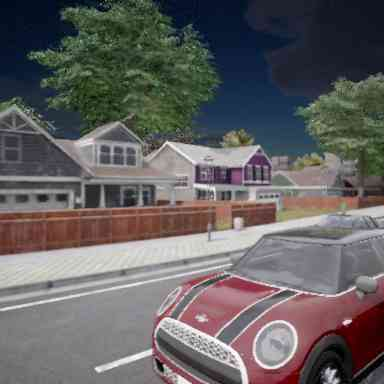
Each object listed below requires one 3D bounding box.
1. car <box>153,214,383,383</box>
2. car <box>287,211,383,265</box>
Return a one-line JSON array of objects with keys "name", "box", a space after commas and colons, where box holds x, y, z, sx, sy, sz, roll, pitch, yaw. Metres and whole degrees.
[{"name": "car", "box": [1.671, 1.359, 4.781, 4.553, 1.767, 2.097, 0, 0, -40]}, {"name": "car", "box": [5.967, 1.567, 12.897, 2.033, 1.411, 5.357, 0, 0, 45]}]
